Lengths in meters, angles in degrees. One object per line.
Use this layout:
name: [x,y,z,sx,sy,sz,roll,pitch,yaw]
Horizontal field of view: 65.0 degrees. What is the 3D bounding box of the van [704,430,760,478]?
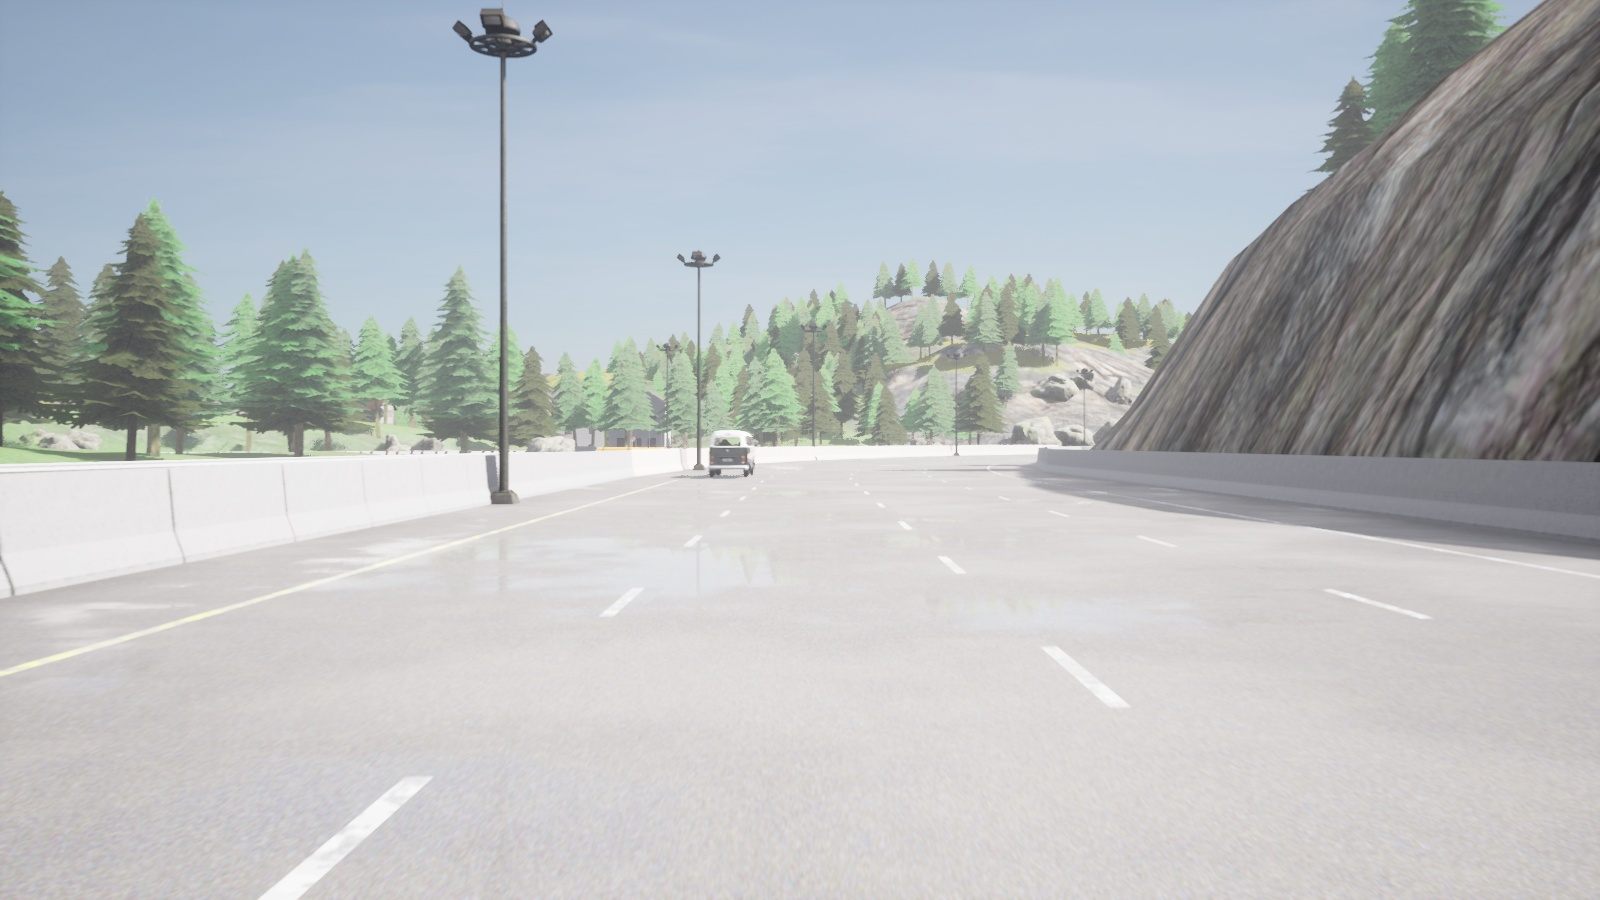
van: [-2.984,0.151,56.151,2.069,2.038,4.480,0,0,3]
